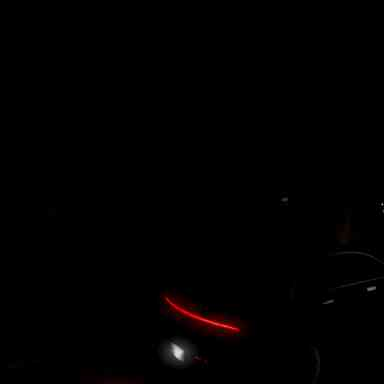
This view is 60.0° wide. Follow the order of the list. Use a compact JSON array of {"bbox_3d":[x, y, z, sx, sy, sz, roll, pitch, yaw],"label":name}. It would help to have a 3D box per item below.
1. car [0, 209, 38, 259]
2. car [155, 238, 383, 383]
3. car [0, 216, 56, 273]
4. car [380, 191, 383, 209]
[{"bbox_3d":[-8.079,1.479,11.142,5.008,1.535,1.882,0,0,-36],"label":"car"},{"bbox_3d":[1.808,1.476,5.037,4.892,1.490,1.837,0,0,-36],"label":"car"},{"bbox_3d":[-4.564,1.480,9.363,4.902,1.511,2.128,0,0,-36],"label":"car"},{"bbox_3d":[22.287,0.939,40.578,2.150,2.045,5.566,0,0,32],"label":"car"}]
